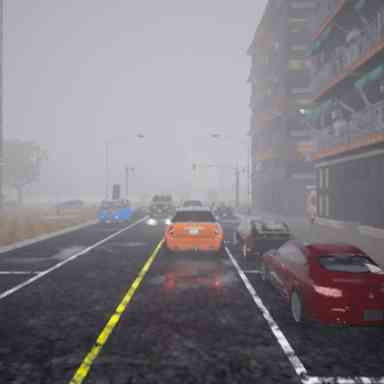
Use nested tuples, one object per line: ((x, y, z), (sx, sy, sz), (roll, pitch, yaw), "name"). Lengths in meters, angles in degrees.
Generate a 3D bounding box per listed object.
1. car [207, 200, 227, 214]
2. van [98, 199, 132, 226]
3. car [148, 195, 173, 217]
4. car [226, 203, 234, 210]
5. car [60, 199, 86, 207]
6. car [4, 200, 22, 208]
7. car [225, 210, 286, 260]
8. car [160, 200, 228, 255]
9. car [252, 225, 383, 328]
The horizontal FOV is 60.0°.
((2.685, 1.613, 36.816), (1.887, 1.381, 4.507), (0, 0, 0), "car")
((-5.351, 1.385, 23.411), (1.690, 1.788, 3.998), (0, 0, 0), "van")
((-2.845, 1.279, 32.097), (2.150, 2.045, 5.566), (0, 0, 0), "car")
((2.655, 1.604, 28.887), (2.008, 1.369, 4.403), (0, 0, 0), "car")
((-20.606, 1.928, 57.614), (4.206, 1.307, 1.802), (-1, 0, -1), "car")
((-31.689, 2.061, 57.475), (4.206, 1.307, 1.802), (-1, 0, -1), "car")
((2.563, 1.574, 12.309), (2.008, 1.369, 4.403), (0, 0, 0), "car")
((0.076, 1.379, 13.492), (2.097, 1.767, 4.553), (0, 0, 0), "car")
((2.565, 1.595, 6.782), (1.802, 1.307, 4.206), (0, 0, 0), "car")
